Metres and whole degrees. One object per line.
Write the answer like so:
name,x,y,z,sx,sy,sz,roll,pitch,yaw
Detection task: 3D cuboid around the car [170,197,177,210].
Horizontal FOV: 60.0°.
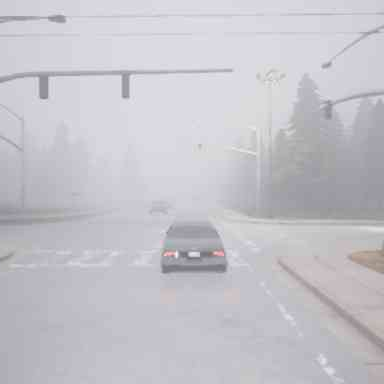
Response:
car,-3.574,1.635,45.900,2.128,1.511,4.902,0,0,0

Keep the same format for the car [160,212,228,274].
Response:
car,-0.014,1.583,10.658,2.033,1.411,5.357,0,0,-2

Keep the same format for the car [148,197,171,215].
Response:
car,-3.599,1.621,36.249,1.837,1.490,4.892,0,0,0

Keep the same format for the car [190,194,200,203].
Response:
car,0.640,1.438,73.985,2.150,2.045,5.566,0,0,2
